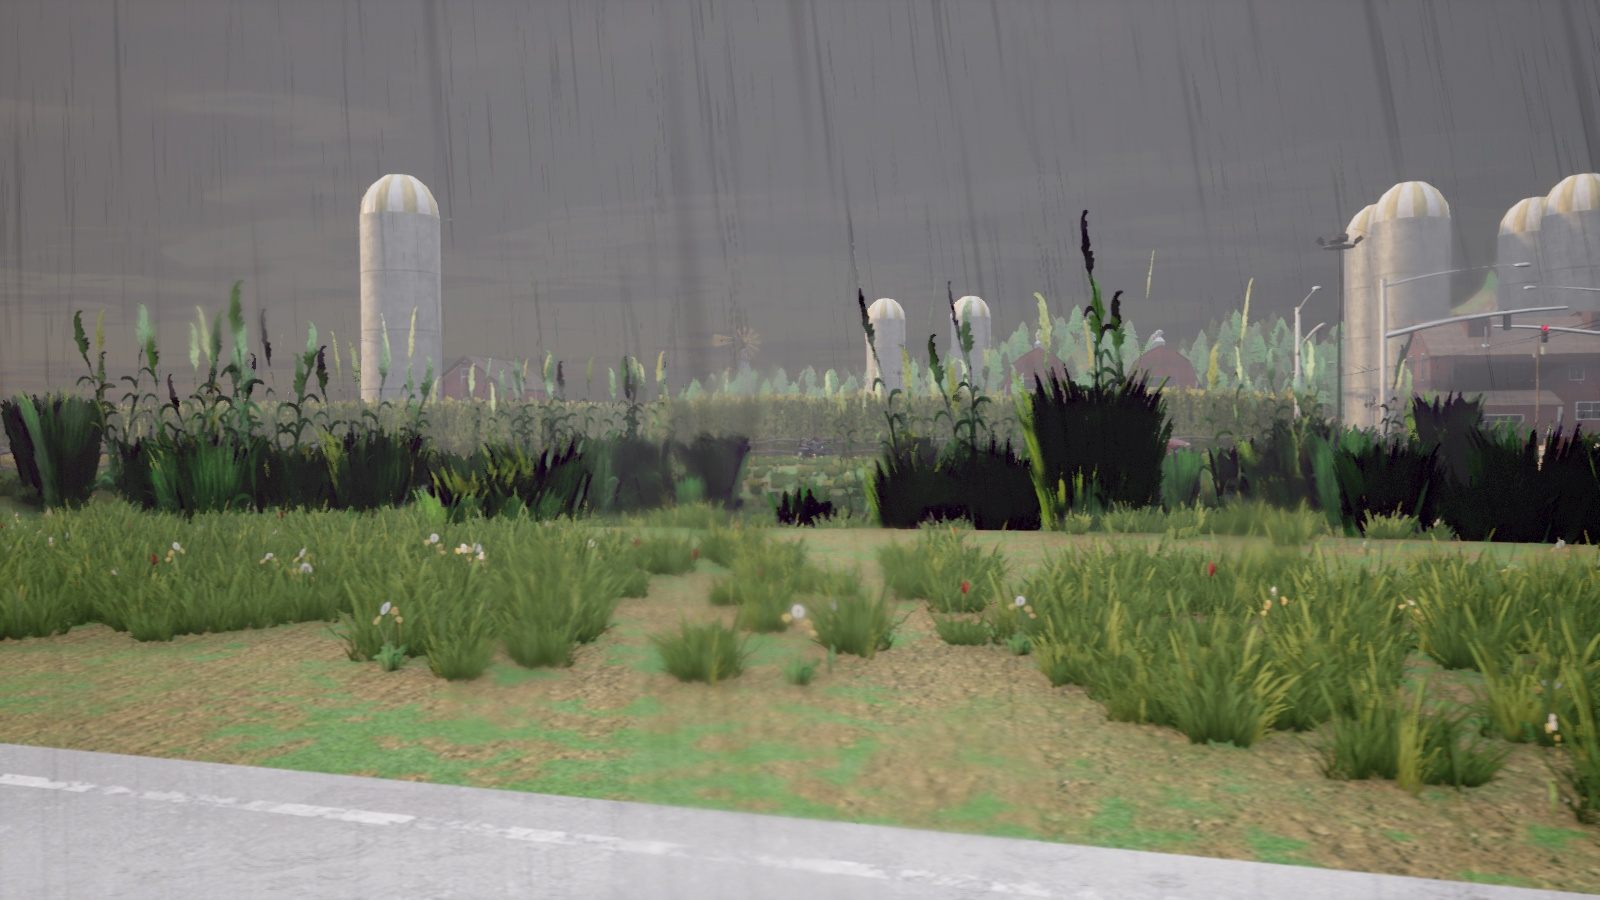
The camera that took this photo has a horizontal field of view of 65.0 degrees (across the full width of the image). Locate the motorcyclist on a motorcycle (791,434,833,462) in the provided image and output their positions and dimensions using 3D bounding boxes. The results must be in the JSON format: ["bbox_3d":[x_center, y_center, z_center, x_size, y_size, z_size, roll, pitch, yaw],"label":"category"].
[{"bbox_3d":[0.647,-0.140,69.154,2.191,1.530,0.866,0,1,12],"label":"motorcyclist on a motorcycle"}]

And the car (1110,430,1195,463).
[{"bbox_3d":[17.430,-0.188,62.269,3.988,1.617,1.851,0,1,12],"label":"car"}]
